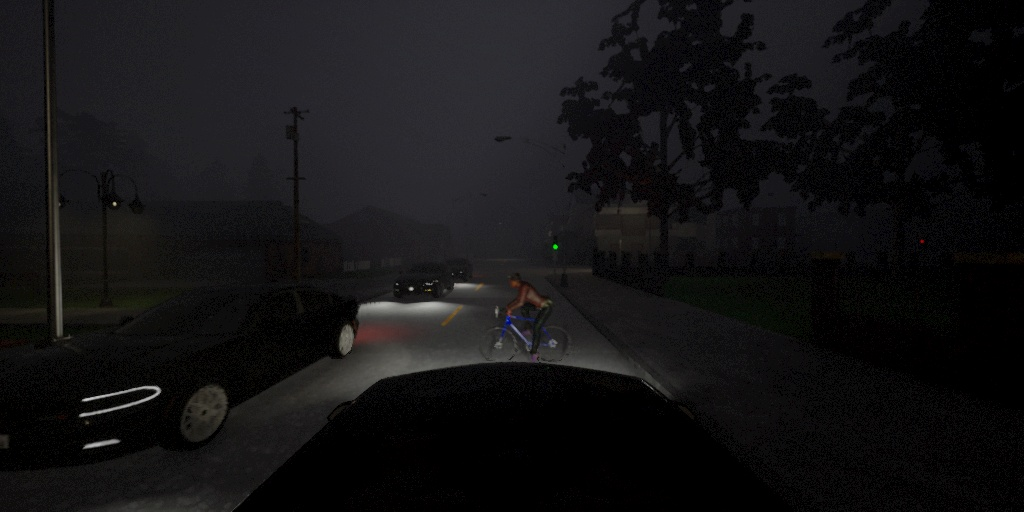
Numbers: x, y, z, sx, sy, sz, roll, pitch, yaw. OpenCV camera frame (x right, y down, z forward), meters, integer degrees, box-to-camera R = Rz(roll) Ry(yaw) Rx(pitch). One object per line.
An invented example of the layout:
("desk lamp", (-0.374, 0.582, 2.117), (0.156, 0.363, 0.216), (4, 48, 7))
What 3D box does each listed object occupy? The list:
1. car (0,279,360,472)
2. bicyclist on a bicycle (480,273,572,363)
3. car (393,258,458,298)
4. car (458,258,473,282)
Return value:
("car", (-4.074, 1.167, 5.330), (1.882, 1.535, 5.008), (0, 1, 1))
("bicyclist on a bicycle", (0.232, 1.114, 6.368), (1.656, 1.620, 0.582), (-2, 1, 1))
("car", (-3.927, 1.006, 16.513), (1.837, 1.490, 4.892), (0, 1, 1))
("car", (-3.768, 0.874, 24.412), (1.837, 1.490, 4.892), (0, 1, 1))
